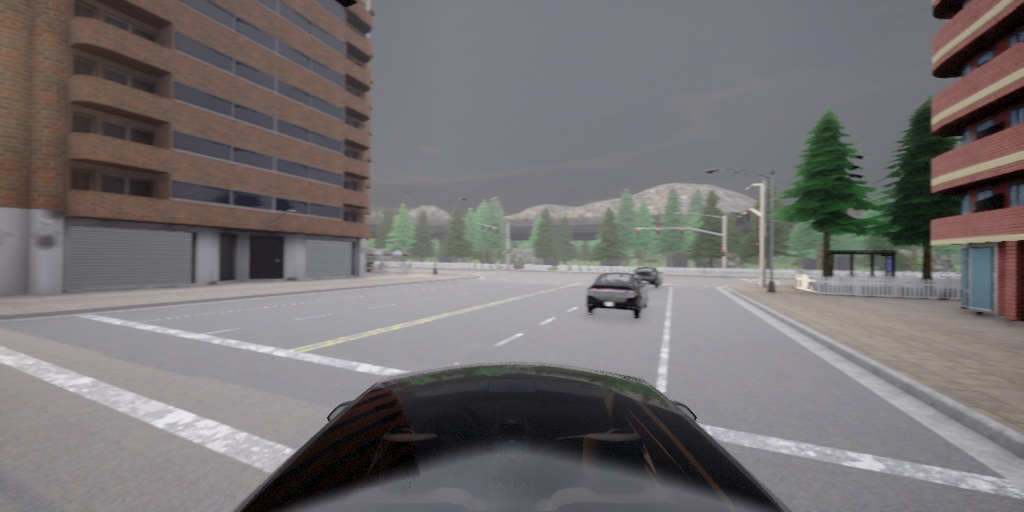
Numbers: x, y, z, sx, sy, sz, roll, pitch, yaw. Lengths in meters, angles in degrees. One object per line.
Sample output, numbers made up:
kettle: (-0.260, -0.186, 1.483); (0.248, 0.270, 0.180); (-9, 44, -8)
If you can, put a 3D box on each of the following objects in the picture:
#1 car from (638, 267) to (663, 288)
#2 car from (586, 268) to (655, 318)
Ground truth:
car: (10.417, 1.590, 27.622); (1.837, 1.490, 4.892); (0, 0, 27)
car: (4.207, 1.390, 13.995); (2.128, 1.511, 4.902); (1, 0, 24)
